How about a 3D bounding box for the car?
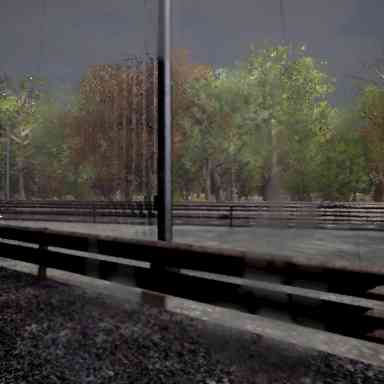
[{"bbox_3d":[9.670,1.580,24.854,4.892,1.490,1.837,0,0,15],"label":"car"}]
